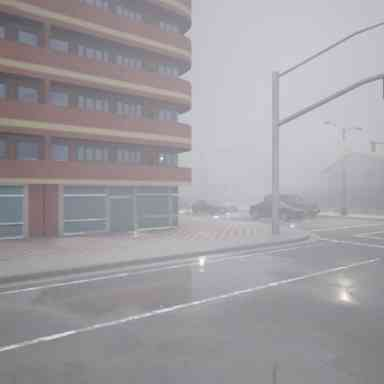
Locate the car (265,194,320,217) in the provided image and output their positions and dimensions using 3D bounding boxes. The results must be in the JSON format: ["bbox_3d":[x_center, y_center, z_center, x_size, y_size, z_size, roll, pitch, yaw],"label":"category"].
[{"bbox_3d":[8.827,1.221,30.320,2.150,2.045,5.566,0,0,-34],"label":"car"}]

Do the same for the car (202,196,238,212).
[{"bbox_3d":[3.290,1.526,38.367,1.812,1.442,4.674,0,0,-35],"label":"car"}]

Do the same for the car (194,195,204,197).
[{"bbox_3d":[0.766,1.352,62.472,2.097,1.767,4.553,0,0,-35],"label":"car"}]

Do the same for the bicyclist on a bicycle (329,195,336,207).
[{"bbox_3d":[19.330,1.301,45.873,1.656,1.620,0.582,0,0,-35],"label":"bicyclist on a bicycle"}]

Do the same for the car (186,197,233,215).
[{"bbox_3d":[1.719,1.526,34.469,1.812,1.442,4.674,0,0,-35],"label":"car"}]

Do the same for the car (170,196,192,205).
[{"bbox_3d":[-2.086,1.526,60.526,1.812,1.442,4.674,0,0,-34],"label":"car"}]

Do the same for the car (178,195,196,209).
[{"bbox_3d":[-1.953,1.505,45.972,1.837,1.490,4.892,0,0,-34],"label":"car"}]

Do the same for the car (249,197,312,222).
[{"bbox_3d":[6.841,1.478,26.991,1.882,1.535,5.008,0,0,-34],"label":"car"}]
